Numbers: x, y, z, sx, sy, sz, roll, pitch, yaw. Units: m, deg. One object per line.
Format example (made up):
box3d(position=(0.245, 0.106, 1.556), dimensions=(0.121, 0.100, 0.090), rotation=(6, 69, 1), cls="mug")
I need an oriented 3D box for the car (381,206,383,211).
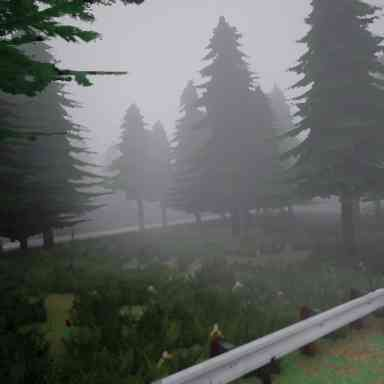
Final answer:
box3d(position=(22.542, 2.129, 40.099), dimensions=(2.128, 1.511, 4.902), rotation=(-4, -2, -6), cls="car")
